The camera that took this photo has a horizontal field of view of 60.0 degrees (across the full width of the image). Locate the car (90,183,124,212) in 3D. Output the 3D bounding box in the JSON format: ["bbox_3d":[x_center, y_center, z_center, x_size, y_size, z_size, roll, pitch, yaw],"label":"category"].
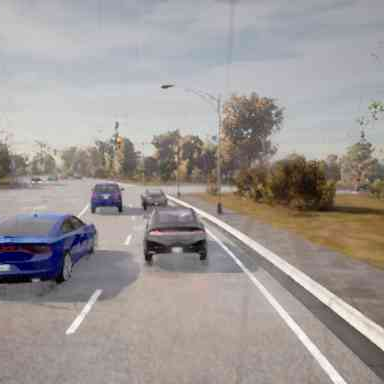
[{"bbox_3d":[-6.305,0.325,24.910,2.150,2.045,5.566,-1,3,-12],"label":"car"}]

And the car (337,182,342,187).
[{"bbox_3d":[31.685,-1.530,70.388,5.008,1.535,1.882,1,3,-25],"label":"car"}]

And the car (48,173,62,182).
[{"bbox_3d":[-31.956,-3.198,76.295,2.128,1.511,4.902,-2,5,-28],"label":"car"}]

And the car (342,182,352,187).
[{"bbox_3d":[33.502,-1.165,67.391,4.718,1.301,1.895,1,3,-25],"label":"car"}]

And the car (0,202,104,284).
[{"bbox_3d":[-3.959,1.291,9.133,1.882,1.535,5.008,0,2,-4],"label":"car"}]

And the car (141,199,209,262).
[{"bbox_3d":[-0.610,1.225,11.131,2.128,1.511,4.902,0,2,-5],"label":"car"}]

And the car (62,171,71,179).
[{"bbox_3d":[-34.106,-4.201,87.644,2.097,1.767,4.553,-2,5,-28],"label":"car"}]

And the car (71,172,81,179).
[{"bbox_3d":[-31.051,-4.096,89.367,1.895,1.301,4.718,-2,5,-28],"label":"car"}]

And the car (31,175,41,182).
[{"bbox_3d":[-35.045,-3.069,74.654,1.812,1.442,4.674,-2,5,-28],"label":"car"}]

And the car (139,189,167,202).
[{"bbox_3d":[-3.058,0.495,26.346,2.128,1.511,4.902,-1,3,-12],"label":"car"}]
